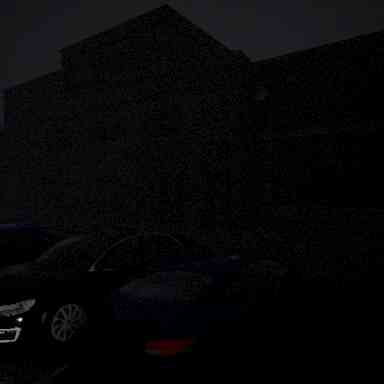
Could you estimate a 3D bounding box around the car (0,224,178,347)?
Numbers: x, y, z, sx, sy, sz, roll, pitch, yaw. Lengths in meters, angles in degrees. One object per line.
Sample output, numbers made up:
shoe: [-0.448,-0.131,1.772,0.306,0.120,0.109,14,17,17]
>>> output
car: [-1.666,1.482,6.551,2.231,1.521,4.892,0,0,36]

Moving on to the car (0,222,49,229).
car: [-3.936,1.483,8.155,2.097,1.535,5.008,0,0,35]

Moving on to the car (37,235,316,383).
car: [0.489,1.520,5.003,2.002,1.452,4.674,0,0,35]

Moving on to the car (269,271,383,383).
car: [2.770,1.509,3.415,2.163,1.488,4.792,0,0,35]
